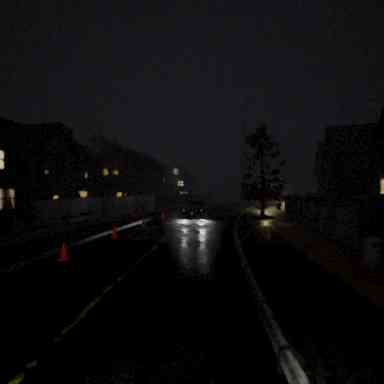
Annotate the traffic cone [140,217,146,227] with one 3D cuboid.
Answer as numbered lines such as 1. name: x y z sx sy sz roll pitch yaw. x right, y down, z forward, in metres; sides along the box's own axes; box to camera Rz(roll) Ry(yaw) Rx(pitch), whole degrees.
1. traffic cone: -3.076 1.876 20.932 0.340 0.580 0.340 0 0 8

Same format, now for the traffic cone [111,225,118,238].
1. traffic cone: -3.709 1.895 15.893 0.340 0.580 0.340 0 0 6

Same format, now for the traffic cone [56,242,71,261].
1. traffic cone: -4.179 1.914 10.835 0.340 0.580 0.340 0 0 4

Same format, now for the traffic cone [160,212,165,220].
1. traffic cone: -2.283 1.853 25.949 0.340 0.580 0.340 0 0 10

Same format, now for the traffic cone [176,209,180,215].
1. traffic cone: -1.328 1.827 30.938 0.340 0.580 0.340 0 0 12

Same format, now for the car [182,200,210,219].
1. car: 0.444 1.411 28.383 1.812 1.442 4.674 0 0 11
